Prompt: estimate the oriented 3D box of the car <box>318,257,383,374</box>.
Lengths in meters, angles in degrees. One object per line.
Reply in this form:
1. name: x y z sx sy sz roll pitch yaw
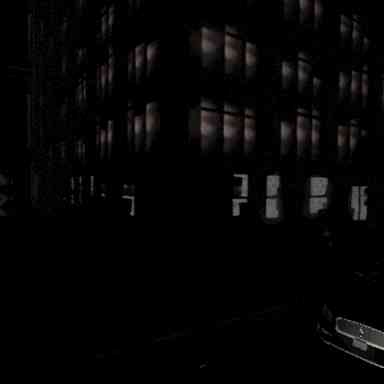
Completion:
1. car: 3.748 1.548 5.066 4.403 1.369 2.008 1 0 -34
